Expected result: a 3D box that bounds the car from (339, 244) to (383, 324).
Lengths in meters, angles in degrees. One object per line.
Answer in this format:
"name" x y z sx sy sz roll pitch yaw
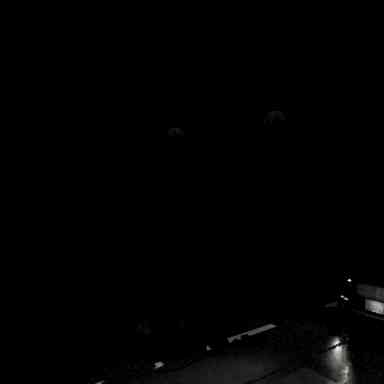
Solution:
"car" 4.814 1.490 6.482 4.902 1.511 2.128 0 0 -35
